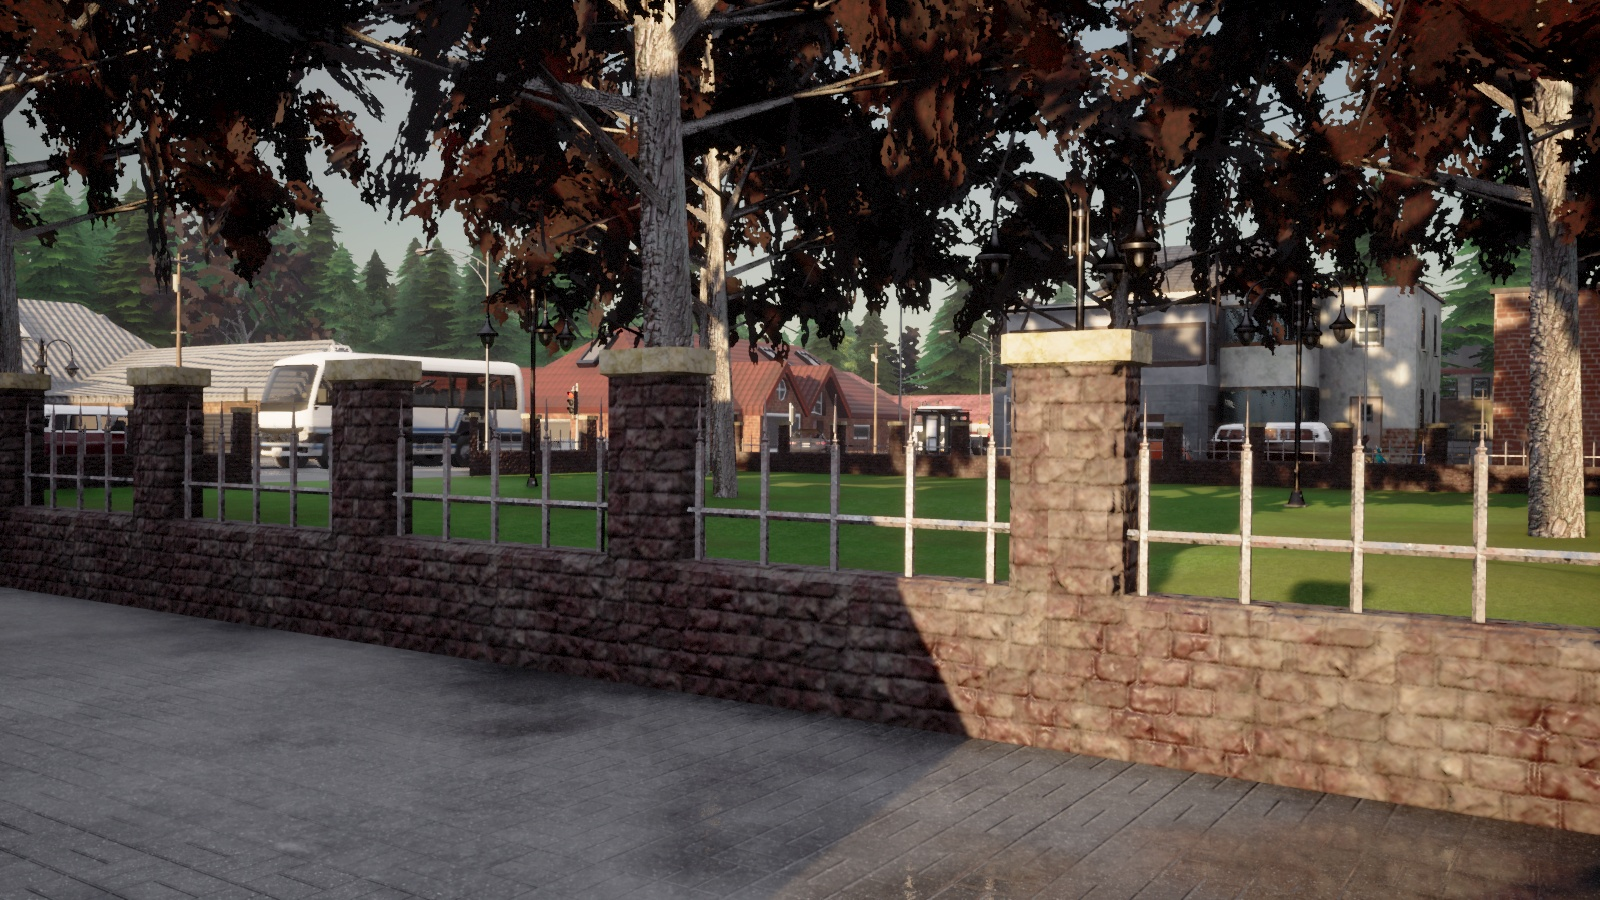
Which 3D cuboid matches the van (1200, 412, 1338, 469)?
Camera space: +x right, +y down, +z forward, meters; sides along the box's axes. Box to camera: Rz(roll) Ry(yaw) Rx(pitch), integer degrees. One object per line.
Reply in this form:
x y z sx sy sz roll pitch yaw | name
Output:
17.512 -0.345 46.961 4.480 2.038 2.069 0 1 34 | van

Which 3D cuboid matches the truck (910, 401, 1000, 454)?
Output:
10.791 -1.529 86.497 2.891 3.462 7.936 0 1 34 | truck

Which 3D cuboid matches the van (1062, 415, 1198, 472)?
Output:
12.015 -0.249 45.764 4.442 1.987 1.775 0 1 32 | van

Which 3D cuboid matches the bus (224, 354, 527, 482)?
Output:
-15.544 -1.146 47.021 3.944 4.253 10.273 0 1 36 | bus

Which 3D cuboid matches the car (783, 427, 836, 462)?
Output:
0.513 -0.293 63.225 2.242 1.667 4.611 -1 1 6 | car

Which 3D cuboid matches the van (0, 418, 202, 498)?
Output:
-19.074 0.159 34.308 2.069 2.038 4.480 0 1 33 | van

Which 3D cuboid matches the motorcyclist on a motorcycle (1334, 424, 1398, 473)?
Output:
18.643 -0.048 41.342 1.817 1.590 0.866 0 1 32 | motorcyclist on a motorcycle
